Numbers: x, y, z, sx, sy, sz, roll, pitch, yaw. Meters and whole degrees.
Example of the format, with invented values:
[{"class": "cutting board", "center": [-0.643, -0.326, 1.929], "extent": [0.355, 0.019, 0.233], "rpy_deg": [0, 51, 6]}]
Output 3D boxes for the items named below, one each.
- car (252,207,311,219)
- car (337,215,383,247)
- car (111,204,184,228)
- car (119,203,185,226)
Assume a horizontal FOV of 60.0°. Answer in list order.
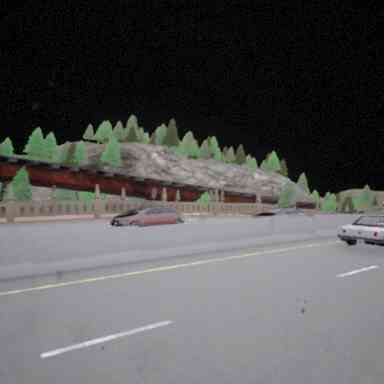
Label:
[{"class": "car", "center": [5.644, 1.636, 20.814], "extent": [4.181, 1.385, 1.994], "rpy_deg": [2, -1, -35]}, {"class": "car", "center": [8.203, 1.628, 13.901], "extent": [4.718, 1.301, 1.895], "rpy_deg": [1, -1, -36]}, {"class": "car", "center": [-2.532, 1.541, 19.351], "extent": [4.181, 1.385, 1.994], "rpy_deg": [0, 0, -35]}, {"class": "car", "center": [-2.782, 1.548, 23.459], "extent": [4.181, 1.385, 1.994], "rpy_deg": [1, 0, -35]}]
